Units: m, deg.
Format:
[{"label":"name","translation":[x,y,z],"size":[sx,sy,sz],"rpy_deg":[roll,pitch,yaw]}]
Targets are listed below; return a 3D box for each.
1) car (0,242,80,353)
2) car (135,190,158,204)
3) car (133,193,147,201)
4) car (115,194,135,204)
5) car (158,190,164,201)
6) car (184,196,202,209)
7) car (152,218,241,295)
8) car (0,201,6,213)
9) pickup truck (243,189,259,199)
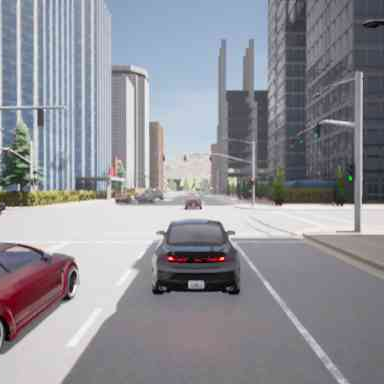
[{"label":"car","translation":[-3.427,1.515,5.562],"size":[1.994,1.385,4.181],"rpy_deg":[0,0,1]},{"label":"car","translation":[-6.973,0.915,51.056],"size":[2.097,1.767,4.553],"rpy_deg":[0,0,0]},{"label":"car","translation":[-10.367,0.989,66.832],"size":[1.994,1.385,4.181],"rpy_deg":[0,1,1]},{"label":"car","translation":[-10.471,1.041,51.052],"size":[1.882,1.535,5.008],"rpy_deg":[0,1,0]},{"label":"car","translation":[-6.878,0.649,66.861],"size":[2.150,2.045,5.566],"rpy_deg":[0,1,1]},{"label":"car","translation":[0.166,1.190,39.172],"size":[1.812,1.442,4.674],"rpy_deg":[0,0,0]},{"label":"car","translation":[0.095,1.431,8.520],"size":[1.837,1.490,4.892],"rpy_deg":[0,0,0]},{"label":"car","translation":[-18.994,1.240,29.350],"size":[4.902,1.511,2.128],"rpy_deg":[0,0,9]},{"label":"pickup truck","translation":[13.272,0.436,72.738],"size":[2.390,2.098,6.274],"rpy_deg":[0,1,31]}]
